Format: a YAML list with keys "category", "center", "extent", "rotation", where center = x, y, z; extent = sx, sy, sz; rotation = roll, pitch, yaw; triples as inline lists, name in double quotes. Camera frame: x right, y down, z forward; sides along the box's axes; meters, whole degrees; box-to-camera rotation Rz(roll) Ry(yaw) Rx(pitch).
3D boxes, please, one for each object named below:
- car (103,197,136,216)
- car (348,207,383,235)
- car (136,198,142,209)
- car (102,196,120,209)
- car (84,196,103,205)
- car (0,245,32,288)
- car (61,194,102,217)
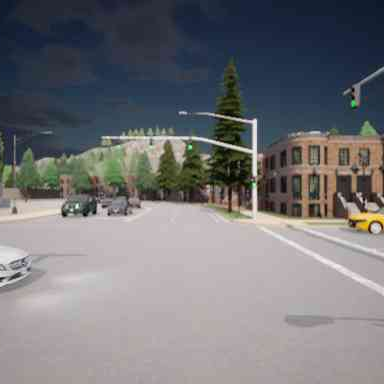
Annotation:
- category: "car"
  center: [-7.050, 1.519, 32.816]
  extent: [1.837, 1.490, 4.892]
  rotation: [0, 0, -2]
- category: "car"
  center: [11.320, 1.488, 18.501]
  extent: [5.008, 1.535, 1.882]
  rotation: [0, 0, 0]
- category: "car"
  center: [-7.797, 1.497, 44.675]
  extent: [1.882, 1.535, 5.008]
  rotation: [0, 0, -9]
- category: "car"
  center: [-11.336, 1.567, 45.598]
  extent: [2.033, 1.411, 5.357]
  rotation: [0, 0, -10]
- category: "car"
  center: [-18.474, 1.503, 62.276]
  extent: [1.882, 1.535, 5.008]
  rotation: [0, 0, -36]
- category: "car"
  center: [-6.251, 1.571, 7.762]
  extent: [4.674, 1.442, 1.812]
  rotation: [0, 0, 0]
- category: "car"
  center: [-10.523, 1.234, 31.479]
  extent: [2.150, 2.045, 5.566]
  rotation: [0, 0, -3]
